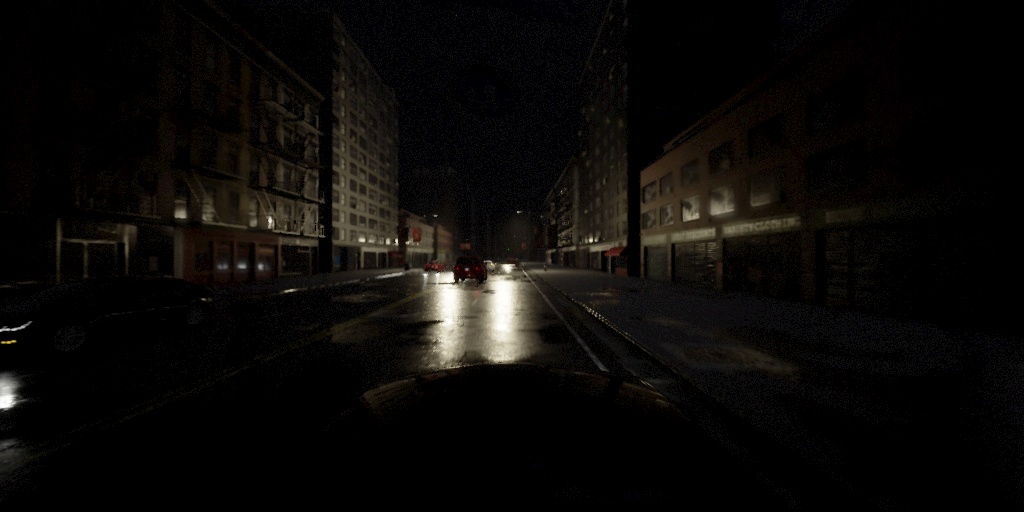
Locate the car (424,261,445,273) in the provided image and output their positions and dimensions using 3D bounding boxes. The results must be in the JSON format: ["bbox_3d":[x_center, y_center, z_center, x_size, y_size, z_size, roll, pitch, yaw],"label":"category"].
[{"bbox_3d":[-9.849,1.375,45.667,1.812,1.442,4.674,0,0,0],"label":"car"}]

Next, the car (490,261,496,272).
[{"bbox_3d":[-3.167,1.379,47.323,1.812,1.442,4.674,0,0,0],"label":"car"}]

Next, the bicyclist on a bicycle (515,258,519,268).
[{"bbox_3d":[0.875,1.257,61.114,0.659,1.776,1.843,0,0,0],"label":"bicyclist on a bicycle"}]

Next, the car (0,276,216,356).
[{"bbox_3d":[-9.821,1.271,8.721,1.837,1.490,4.892,0,0,0],"label":"car"}]

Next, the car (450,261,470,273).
[{"bbox_3d":[-6.600,1.375,45.726,1.812,1.442,4.674,0,0,0],"label":"car"}]

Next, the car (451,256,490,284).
[{"bbox_3d":[-3.175,1.032,28.031,2.150,2.045,5.566,0,0,0],"label":"car"}]
